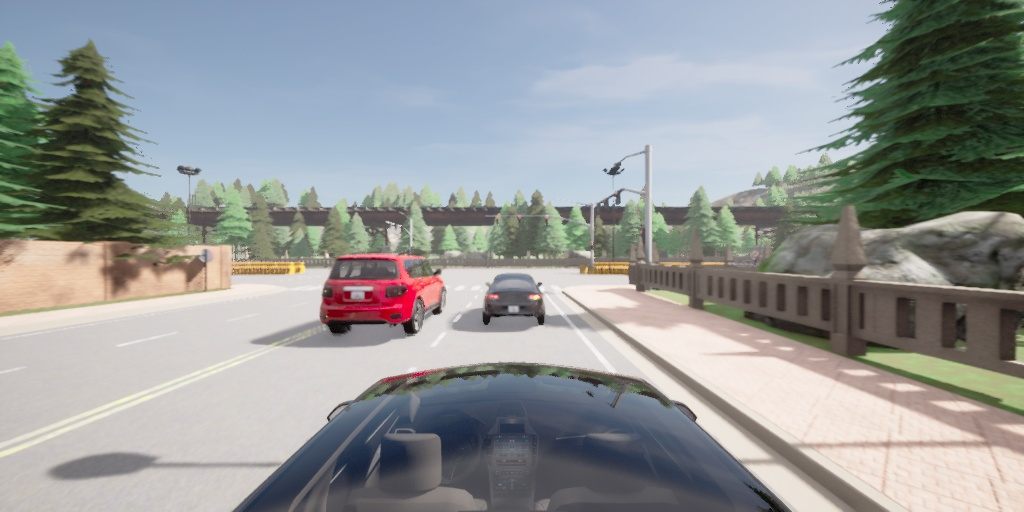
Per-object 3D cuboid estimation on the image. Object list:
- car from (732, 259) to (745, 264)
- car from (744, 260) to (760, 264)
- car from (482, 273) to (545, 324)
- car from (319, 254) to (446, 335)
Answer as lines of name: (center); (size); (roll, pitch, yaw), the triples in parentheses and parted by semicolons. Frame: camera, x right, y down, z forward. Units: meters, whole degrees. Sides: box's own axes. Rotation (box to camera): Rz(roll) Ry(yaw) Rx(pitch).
car: (29.861, 1.242, 46.927); (4.902, 1.511, 2.128); (0, 0, 0)
car: (31.794, 1.285, 43.433); (5.357, 1.411, 2.033); (-1, 0, 0)
car: (0.059, 1.278, 11.842); (1.812, 1.442, 4.674); (0, -1, 0)
car: (-3.445, 0.972, 10.657); (2.150, 2.045, 5.566); (0, 0, 0)
